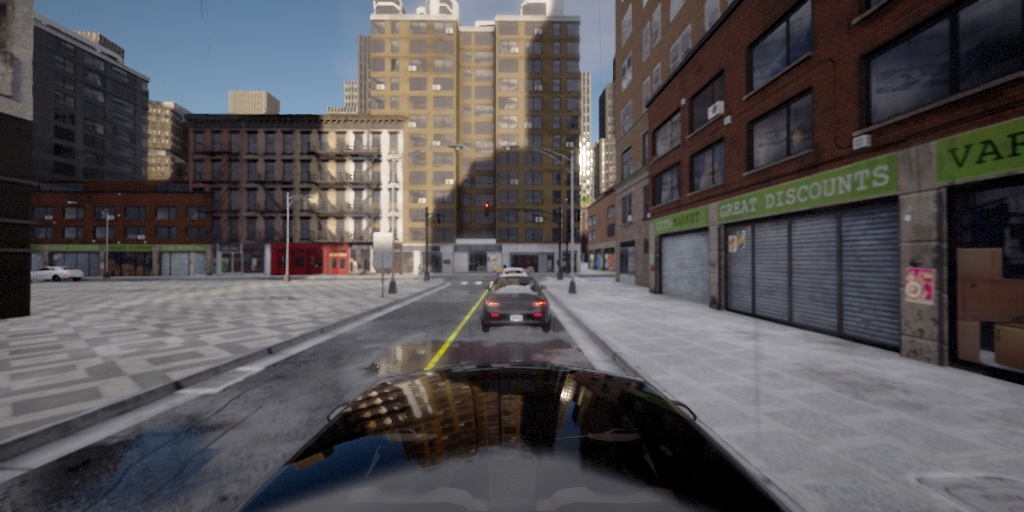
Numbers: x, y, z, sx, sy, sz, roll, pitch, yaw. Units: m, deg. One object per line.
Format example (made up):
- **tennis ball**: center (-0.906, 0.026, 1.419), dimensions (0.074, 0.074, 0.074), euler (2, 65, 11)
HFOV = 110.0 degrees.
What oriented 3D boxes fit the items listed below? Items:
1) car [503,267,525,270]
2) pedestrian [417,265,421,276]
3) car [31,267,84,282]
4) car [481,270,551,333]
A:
- **car**: center (0.102, 1.378, 20.646), dimensions (1.812, 1.442, 4.674), euler (0, 0, -1)
- **pedestrian**: center (-10.137, 1.183, 39.040), dimensions (0.375, 1.860, 0.375), euler (0, 0, -1)
- **car**: center (-45.390, 1.772, 35.532), dimensions (4.674, 1.442, 1.812), euler (0, 0, 0)
- **car**: center (0.100, 1.327, 10.832), dimensions (1.812, 1.442, 4.674), euler (0, 0, 0)
